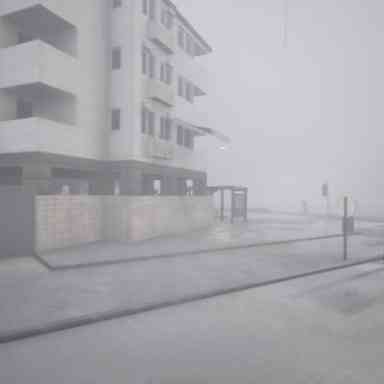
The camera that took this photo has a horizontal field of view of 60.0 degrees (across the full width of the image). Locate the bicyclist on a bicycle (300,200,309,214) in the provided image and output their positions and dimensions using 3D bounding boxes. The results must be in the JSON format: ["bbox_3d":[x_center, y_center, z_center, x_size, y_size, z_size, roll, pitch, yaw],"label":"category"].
[{"bbox_3d":[12.944,1.709,38.319,1.656,1.620,0.582,0,0,-35],"label":"bicyclist on a bicycle"}]
